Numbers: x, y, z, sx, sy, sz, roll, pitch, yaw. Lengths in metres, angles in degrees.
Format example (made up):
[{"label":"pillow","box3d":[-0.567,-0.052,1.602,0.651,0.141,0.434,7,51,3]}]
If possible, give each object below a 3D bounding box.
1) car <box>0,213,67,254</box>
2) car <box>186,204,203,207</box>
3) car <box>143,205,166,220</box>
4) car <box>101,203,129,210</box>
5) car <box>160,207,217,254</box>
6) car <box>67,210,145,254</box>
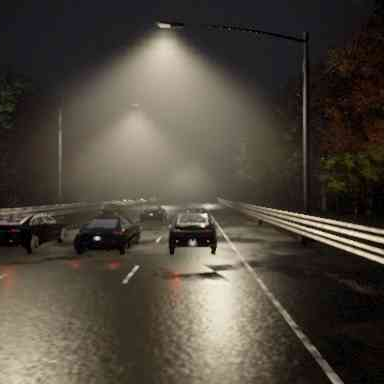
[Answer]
[{"label":"car","box3d":[-6.953,1.627,14.248,2.128,1.511,4.902,0,0,1]},{"label":"car","box3d":[0.218,1.753,29.130,2.128,1.511,4.902,0,0,1]},{"label":"car","box3d":[-3.286,1.826,29.184,1.994,1.385,4.181,0,0,1]},{"label":"car","box3d":[-6.759,1.699,28.998,1.812,1.442,4.674,5,4,1]},{"label":"car","box3d":[0.047,1.626,14.209,2.128,1.511,4.902,0,0,1]},{"label":"car","box3d":[-3.456,1.698,14.241,1.994,1.385,4.181,0,0,1]}]
